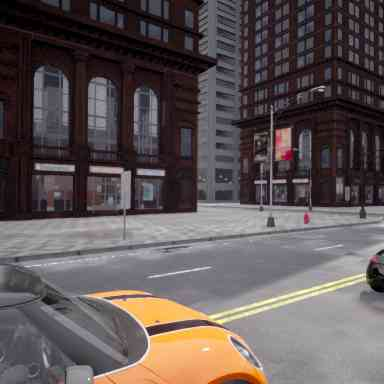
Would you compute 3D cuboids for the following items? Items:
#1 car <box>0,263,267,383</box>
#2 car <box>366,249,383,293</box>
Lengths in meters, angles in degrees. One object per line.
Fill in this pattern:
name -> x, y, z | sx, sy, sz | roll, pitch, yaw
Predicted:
car -> -1.536, 1.352, 2.343 | 4.553, 1.767, 2.097 | 0, 0, -36
car -> 5.890, 1.576, 7.665 | 4.181, 1.385, 1.994 | 0, 0, -35
